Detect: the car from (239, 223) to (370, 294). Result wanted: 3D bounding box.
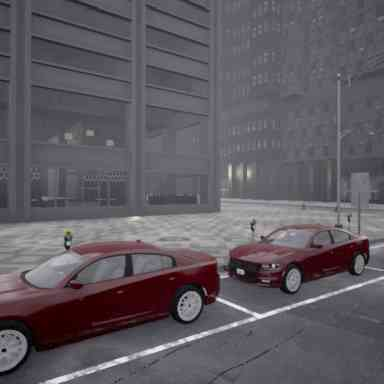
[{"bbox_3d":[2.914,1.543,8.772,4.507,1.381,1.887,0,0,-36],"label":"car"}]

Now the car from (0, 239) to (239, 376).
[{"bbox_3d":[-1.573,1.544,5.548,4.507,1.381,1.887,0,0,-36],"label":"car"}]
